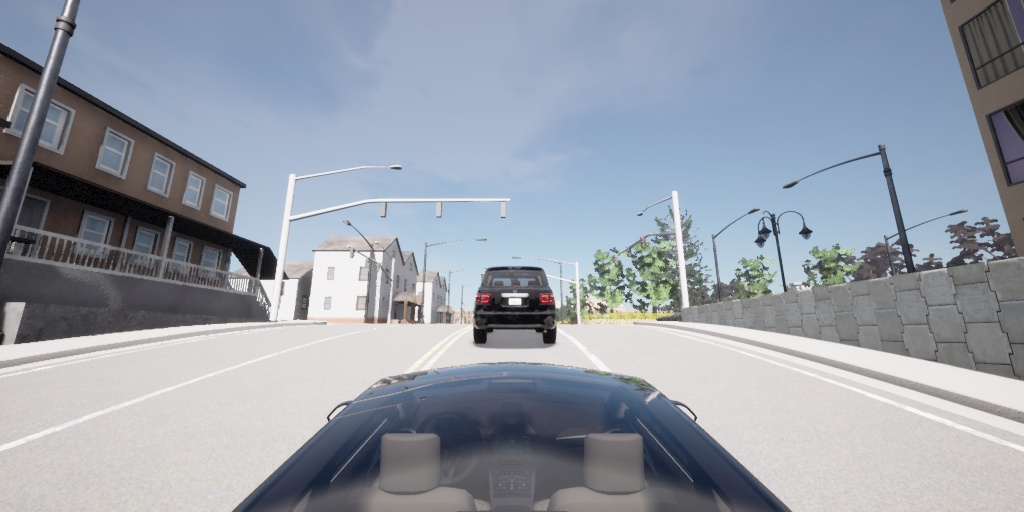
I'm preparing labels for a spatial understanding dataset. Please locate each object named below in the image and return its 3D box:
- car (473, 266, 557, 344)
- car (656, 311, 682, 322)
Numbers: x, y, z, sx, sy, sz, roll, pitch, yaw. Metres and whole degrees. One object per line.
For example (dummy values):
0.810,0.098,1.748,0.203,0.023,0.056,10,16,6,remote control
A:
0.081,1.502,11.186,2.150,2.045,5.566,0,-7,0,car
15.286,5.578,31.683,5.008,1.535,1.882,0,-12,1,car
